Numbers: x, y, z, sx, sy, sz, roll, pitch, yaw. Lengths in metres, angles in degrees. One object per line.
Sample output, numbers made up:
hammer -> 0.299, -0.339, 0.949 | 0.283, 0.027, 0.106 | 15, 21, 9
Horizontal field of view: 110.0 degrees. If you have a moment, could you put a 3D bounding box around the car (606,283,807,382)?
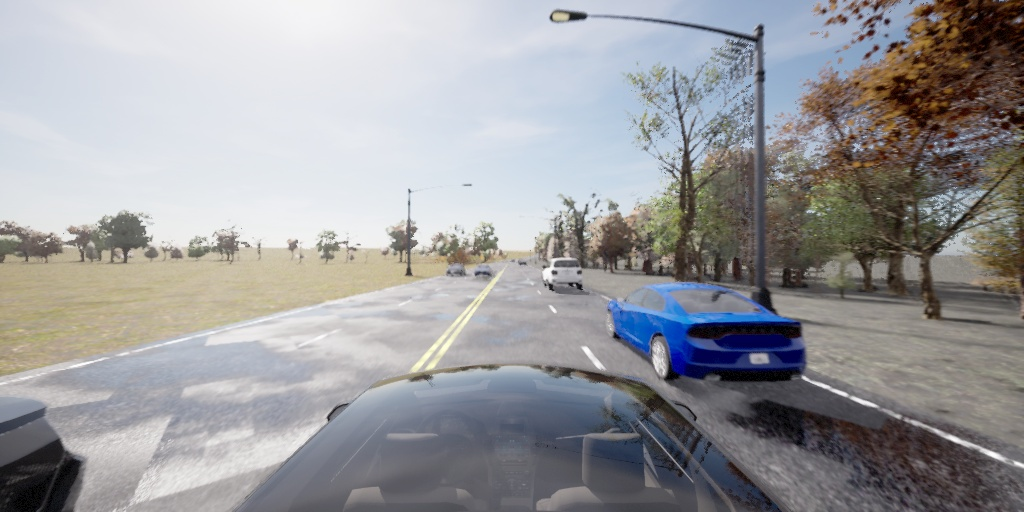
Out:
car -> 3.354, 1.277, 7.346 | 1.882, 1.535, 5.008 | 0, -1, 0

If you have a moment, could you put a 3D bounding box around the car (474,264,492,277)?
car -> -3.336, 1.669, 41.970 | 2.033, 1.411, 5.357 | 0, 0, 0

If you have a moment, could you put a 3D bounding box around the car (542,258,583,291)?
car -> 3.350, 1.180, 24.447 | 2.150, 2.045, 5.566 | -1, -1, 0

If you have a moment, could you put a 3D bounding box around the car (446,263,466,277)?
car -> -6.580, 1.616, 42.376 | 2.128, 1.511, 4.902 | 0, 0, 0
